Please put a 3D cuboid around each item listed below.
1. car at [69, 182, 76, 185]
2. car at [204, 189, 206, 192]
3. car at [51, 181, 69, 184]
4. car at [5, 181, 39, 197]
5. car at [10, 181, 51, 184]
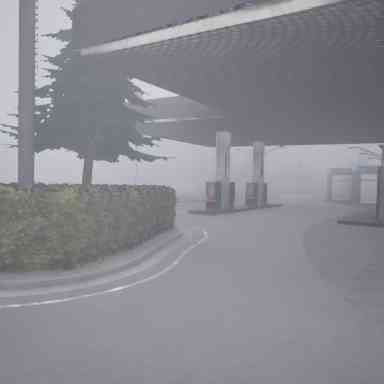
[{"bbox_3d":[-25.427,-1.281,68.062,4.605,1.855,1.932,2,2,35],"label":"car"},{"bbox_3d":[4.898,-0.326,65.594,5.027,1.636,2.152,2,2,35],"label":"car"},{"bbox_3d":[-26.765,-1.255,65.450,3.866,1.878,1.905,2,2,35],"label":"car"},{"bbox_3d":[-21.753,-0.461,42.422,4.605,1.855,1.932,2,2,35],"label":"car"},{"bbox_3d":[-17.221,-0.176,35.204,3.866,1.878,1.905,2,2,35],"label":"car"}]
